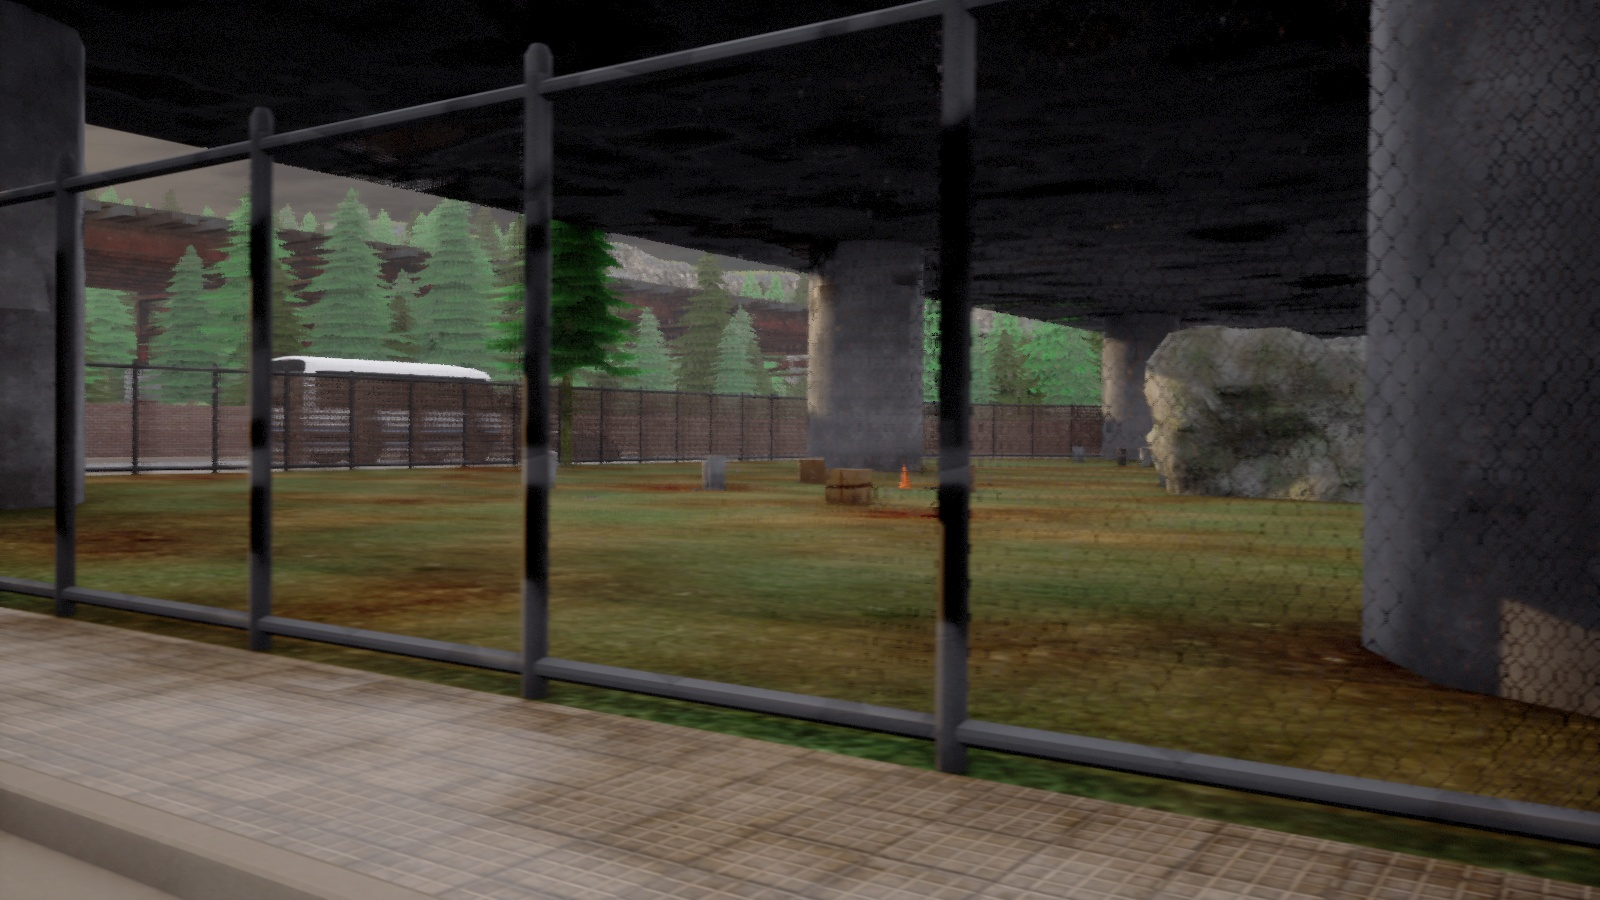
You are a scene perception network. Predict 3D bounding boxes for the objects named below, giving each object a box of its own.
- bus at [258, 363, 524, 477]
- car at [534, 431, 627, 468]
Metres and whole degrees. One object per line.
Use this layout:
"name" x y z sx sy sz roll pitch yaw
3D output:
"bus" -16.759 -1.210 52.536 3.944 4.253 10.273 0 1 34
"car" -9.849 -0.052 56.485 1.851 1.617 3.988 0 1 34
